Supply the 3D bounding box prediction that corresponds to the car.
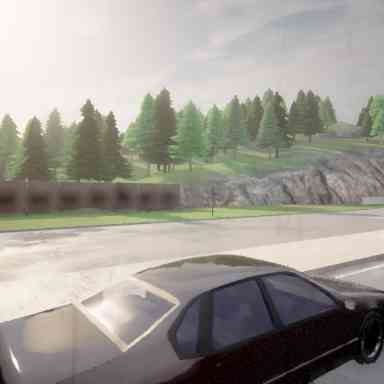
[{"bbox_3d":[0.492,1.547,4.097,5.357,1.411,2.033,0,0,-36],"label":"car"}]
